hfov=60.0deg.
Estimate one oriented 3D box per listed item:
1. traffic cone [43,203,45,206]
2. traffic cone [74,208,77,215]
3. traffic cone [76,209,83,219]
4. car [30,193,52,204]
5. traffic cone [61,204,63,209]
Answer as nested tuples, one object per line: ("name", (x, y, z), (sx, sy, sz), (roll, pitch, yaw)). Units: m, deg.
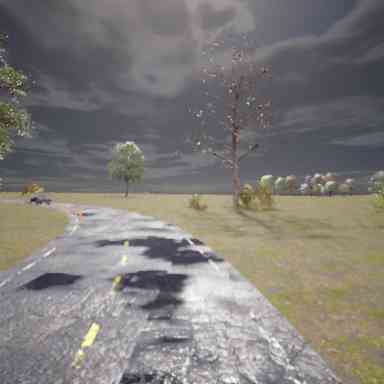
("traffic cone", (-21.110, 1.665, 47.473), (0.340, 0.580, 0.340), (0, 0, -39))
("traffic cone", (-10.827, 1.813, 31.121), (0.340, 0.580, 0.340), (0, 0, -25))
("traffic cone", (-8.935, 1.841, 26.665), (0.340, 0.580, 0.340), (0, 0, -21))
("car", (-24.528, 1.003, 54.129), (4.553, 1.767, 2.097), (1, 0, 44))
("traffic cone", (-15.445, 1.747, 39.626), (0.340, 0.580, 0.340), (0, 0, -32))
